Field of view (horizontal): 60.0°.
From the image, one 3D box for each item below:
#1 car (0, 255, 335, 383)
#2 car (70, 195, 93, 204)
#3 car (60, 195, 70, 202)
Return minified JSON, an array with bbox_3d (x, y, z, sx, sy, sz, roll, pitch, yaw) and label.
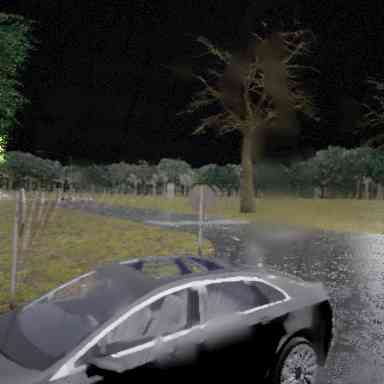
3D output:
[{"bbox_3d":[-0.528,1.516,3.448,4.902,1.511,2.128,0,0,-35],"label":"car"},{"bbox_3d":[-16.762,1.109,51.007,1.895,1.301,4.718,3,-1,-34],"label":"car"},{"bbox_3d":[-21.443,1.100,57.602,1.895,1.301,4.718,3,-2,-35],"label":"car"}]
